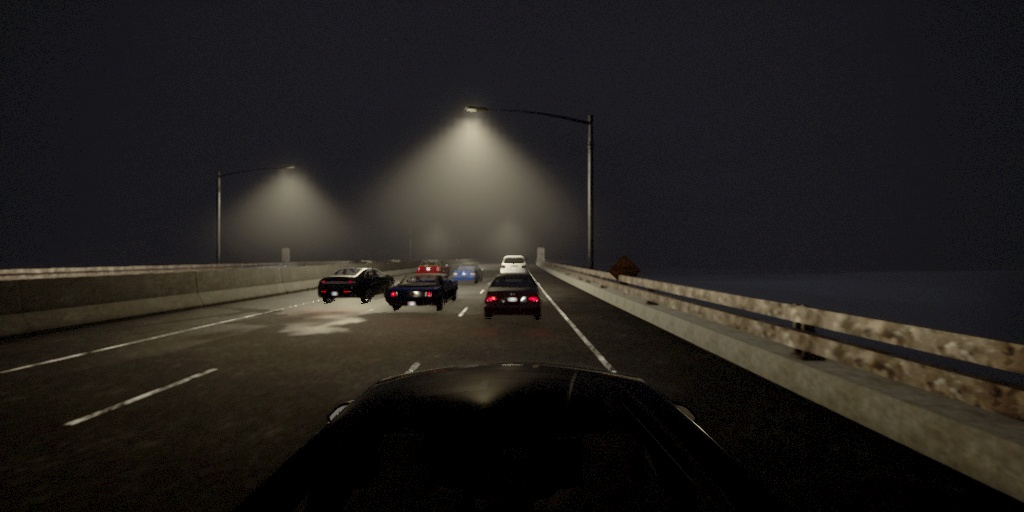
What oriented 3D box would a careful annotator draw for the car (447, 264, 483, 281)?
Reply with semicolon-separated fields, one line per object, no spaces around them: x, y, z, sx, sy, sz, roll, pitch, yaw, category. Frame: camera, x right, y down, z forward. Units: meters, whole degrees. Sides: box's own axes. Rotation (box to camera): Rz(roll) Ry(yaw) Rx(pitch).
-3.338;1.324;27.790;2.033;1.411;5.357;0;0;1;car

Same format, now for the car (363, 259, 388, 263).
-20.410;1.182;54.977;2.097;1.767;4.553;0;0;2;car

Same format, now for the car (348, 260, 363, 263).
-23.909;1.324;54.969;2.128;1.511;4.902;0;0;2;car

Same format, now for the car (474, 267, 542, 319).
0.049;1.306;12.868;2.033;1.411;5.357;0;0;1;car

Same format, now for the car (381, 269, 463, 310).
-3.427;1.360;14.610;1.895;1.301;4.718;0;0;1;car

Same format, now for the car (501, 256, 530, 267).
0.218;1.003;30.398;2.150;2.045;5.566;0;0;1;car

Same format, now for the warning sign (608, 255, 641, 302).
4.558;0.874;14.493;1.300;1.860;1.060;0;0;0;warning sign

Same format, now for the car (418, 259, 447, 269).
-6.764;1.133;31.324;2.097;1.767;4.553;0;0;1;car

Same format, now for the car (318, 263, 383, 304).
-6.907;1.254;16.453;2.128;1.511;4.902;0;0;1;car

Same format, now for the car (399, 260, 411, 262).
-16.855;1.310;56.626;1.882;1.535;5.008;0;0;2;car
